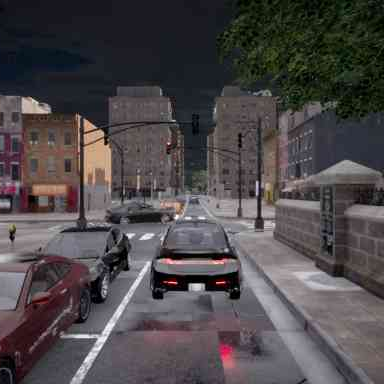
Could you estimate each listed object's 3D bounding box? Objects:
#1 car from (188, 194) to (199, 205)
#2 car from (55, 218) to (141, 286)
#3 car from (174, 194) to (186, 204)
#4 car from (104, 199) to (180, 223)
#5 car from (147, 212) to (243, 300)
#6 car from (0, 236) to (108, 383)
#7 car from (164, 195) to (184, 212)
[{"bbox_3d":[0.343,1.509,60.418,1.812,1.442,4.674,0,0,0],"label":"car"},{"bbox_3d":[-2.629,1.565,8.207,1.947,1.339,4.313,0,0,0],"label":"car"},{"bbox_3d":[-2.210,1.336,63.833,2.097,1.767,4.553,0,0,0],"label":"car"},{"bbox_3d":[-3.600,1.533,23.148,4.892,1.490,1.837,-1,2,-28],"label":"car"},{"bbox_3d":[0.093,1.491,8.386,2.128,1.511,4.902,0,0,0],"label":"car"},{"bbox_3d":[-2.632,1.582,4.545,1.802,1.307,4.206,0,0,0],"label":"car"},{"bbox_3d":[-2.286,1.343,34.782,2.097,1.767,4.553,0,0,1],"label":"car"}]
